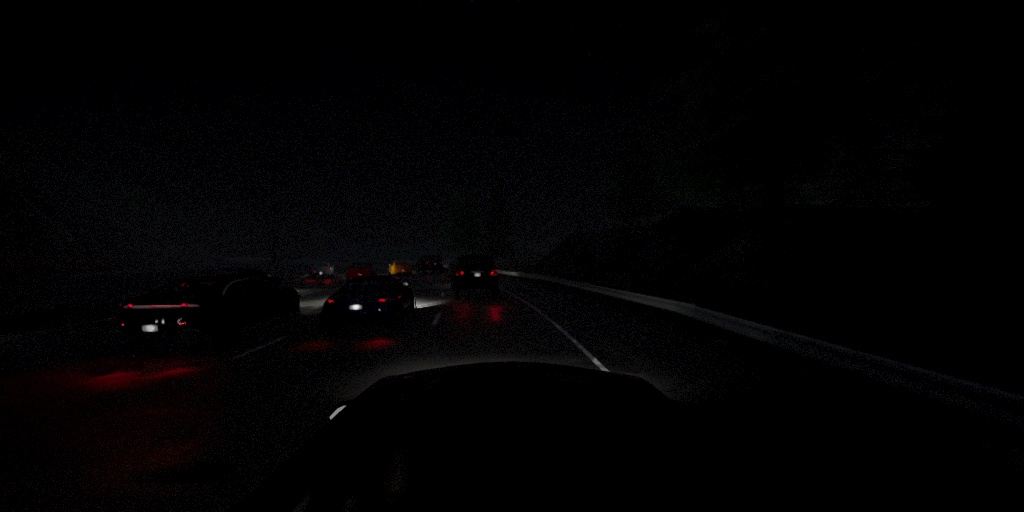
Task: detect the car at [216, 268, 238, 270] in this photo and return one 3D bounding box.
[{"bbox_3d":[-12.082,1.253,15.846,1.882,1.535,5.008,0,0,-11],"label":"car"}]

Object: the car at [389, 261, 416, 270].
[{"bbox_3d":[-11.342,1.219,36.280,1.882,1.535,5.008,0,0,-24],"label":"car"}]

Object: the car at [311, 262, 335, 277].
[{"bbox_3d":[-17.977,1.296,34.005,1.812,1.442,4.674,0,0,-25],"label":"car"}]

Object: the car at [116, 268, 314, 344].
[{"bbox_3d":[-7.653,1.259,9.733,2.128,1.511,4.902,0,0,-6],"label":"car"}]

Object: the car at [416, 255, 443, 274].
[{"bbox_3d":[-9.301,0.949,40.175,2.150,2.045,5.566,0,0,-26],"label":"car"}]

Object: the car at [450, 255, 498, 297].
[{"bbox_3d":[-2.088,0.955,19.211,2.150,2.045,5.566,0,0,-11],"label":"car"}]

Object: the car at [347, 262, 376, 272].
[{"bbox_3d":[-11.965,1.233,28.543,1.882,1.535,5.008,0,0,-19],"label":"car"}]

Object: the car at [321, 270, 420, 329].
[{"bbox_3d":[-4.343,1.316,11.405,1.994,1.385,4.181,0,0,-7],"label":"car"}]
